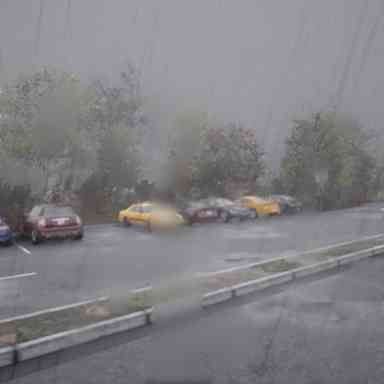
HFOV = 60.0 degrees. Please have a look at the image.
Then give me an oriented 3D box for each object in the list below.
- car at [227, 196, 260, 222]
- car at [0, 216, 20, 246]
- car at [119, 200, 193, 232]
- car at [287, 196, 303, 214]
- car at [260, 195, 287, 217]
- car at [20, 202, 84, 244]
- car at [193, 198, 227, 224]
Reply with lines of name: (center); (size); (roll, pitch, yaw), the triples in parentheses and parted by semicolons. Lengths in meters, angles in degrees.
car: (1.845, 1.158, 22.849); (2.231, 1.521, 4.892); (-2, 1, -36)
car: (-9.220, 1.604, 14.655); (2.002, 1.452, 4.674); (-2, 1, -36)
car: (-2.470, 1.327, 19.420); (1.946, 1.575, 5.366); (-2, 1, -36)
car: (6.279, 0.974, 26.112); (2.231, 1.521, 4.892); (-2, 1, -36)
car: (4.065, 1.066, 24.476); (2.097, 1.535, 5.008); (-2, 1, -36)
car: (-6.987, 1.367, 16.272); (2.185, 1.767, 4.553); (-2, 1, -36)
car: (-0.378, 1.276, 21.233); (2.163, 1.488, 4.792); (-2, 1, -36)
